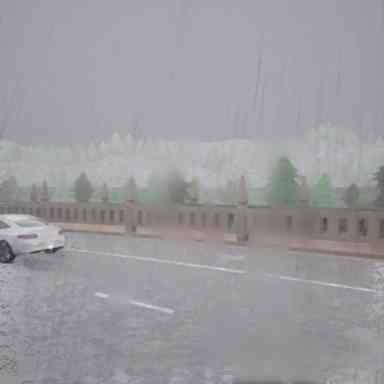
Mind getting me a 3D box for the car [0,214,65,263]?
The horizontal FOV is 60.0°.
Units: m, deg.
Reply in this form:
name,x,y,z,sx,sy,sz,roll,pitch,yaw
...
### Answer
name,x,y,z,sx,sy,sz,roll,pitch,yaw
car,-6.574,1.520,11.827,4.674,1.442,1.812,0,0,29
